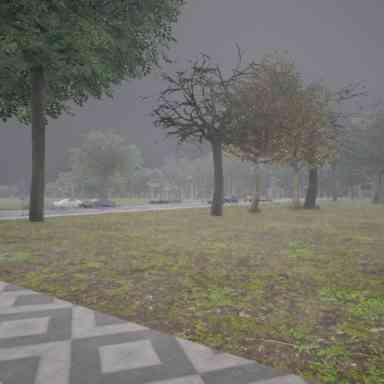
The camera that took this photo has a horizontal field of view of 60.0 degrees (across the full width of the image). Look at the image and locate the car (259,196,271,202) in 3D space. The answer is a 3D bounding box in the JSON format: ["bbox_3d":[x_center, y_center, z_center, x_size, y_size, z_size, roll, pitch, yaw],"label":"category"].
[{"bbox_3d":[17.281,1.671,78.852,1.994,1.385,4.181,-1,-1,35],"label":"car"}]

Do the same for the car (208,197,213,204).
[{"bbox_3d":[4.923,1.669,66.874,1.994,1.385,4.181,-1,-1,35],"label":"car"}]

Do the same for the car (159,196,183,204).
[{"bbox_3d":[-3.447,1.474,60.862,1.994,1.385,4.181,-1,-1,35],"label":"car"}]

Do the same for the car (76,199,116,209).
[{"bbox_3d":[-13.236,1.631,47.222,2.033,1.411,5.357,-1,0,35],"label":"car"}]

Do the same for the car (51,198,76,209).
[{"bbox_3d":[-17.483,1.640,46.853,1.812,1.442,4.674,-1,0,35],"label":"car"}]

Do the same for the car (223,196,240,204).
[{"bbox_3d":[7.582,1.575,65.003,1.837,1.490,4.892,-1,-1,35],"label":"car"}]

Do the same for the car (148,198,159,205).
[{"bbox_3d":[-6.113,1.782,62.716,1.895,1.301,4.718,-1,-1,35],"label":"car"}]

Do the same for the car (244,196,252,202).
[{"bbox_3d":[14.028,1.675,79.882,1.812,1.442,4.674,-1,-1,35],"label":"car"}]
